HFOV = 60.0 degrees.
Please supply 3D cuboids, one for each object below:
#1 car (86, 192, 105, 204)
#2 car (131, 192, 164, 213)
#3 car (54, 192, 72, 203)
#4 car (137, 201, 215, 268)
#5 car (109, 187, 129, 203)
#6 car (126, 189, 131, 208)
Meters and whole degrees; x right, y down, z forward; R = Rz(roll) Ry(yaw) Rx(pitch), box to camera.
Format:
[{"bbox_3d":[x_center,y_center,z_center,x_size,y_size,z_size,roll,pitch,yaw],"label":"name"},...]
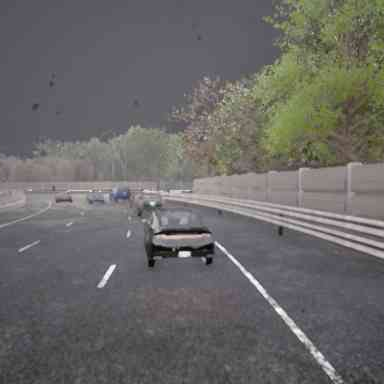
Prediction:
[{"bbox_3d":[-12.257,0.719,42.124,2.033,1.411,5.357,-1,1,-23],"label":"car"},{"bbox_3d":[-3.291,0.840,25.658,2.097,1.767,4.553,0,1,-14],"label":"car"},{"bbox_3d":[-17.606,0.677,45.460,1.994,1.385,4.181,-1,1,-25],"label":"car"},{"bbox_3d":[-0.572,1.277,10.592,2.128,1.511,4.902,0,1,-9],"label":"car"},{"bbox_3d":[-9.808,0.325,45.312,2.150,2.045,5.566,-1,1,-24],"label":"car"},{"bbox_3d":[-4.929,0.832,32.404,1.882,1.535,5.008,0,1,-17],"label":"car"}]
